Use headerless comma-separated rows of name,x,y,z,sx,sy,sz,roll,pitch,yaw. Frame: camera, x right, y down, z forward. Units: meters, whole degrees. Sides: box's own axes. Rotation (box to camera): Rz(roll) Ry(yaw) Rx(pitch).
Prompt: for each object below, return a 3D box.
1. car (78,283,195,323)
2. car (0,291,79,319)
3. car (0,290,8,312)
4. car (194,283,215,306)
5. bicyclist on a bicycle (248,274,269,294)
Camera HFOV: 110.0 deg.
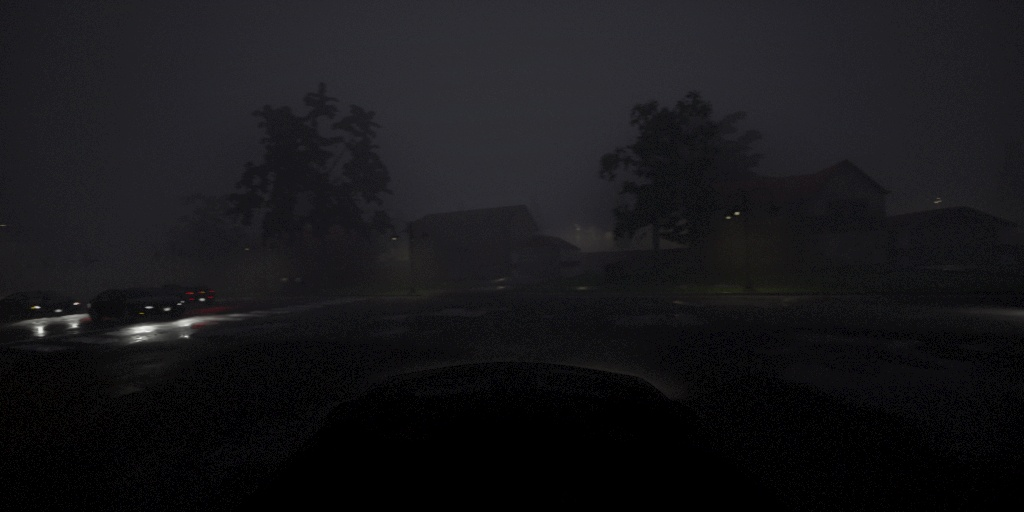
car,-17.615,2.227,16.819,4.892,1.490,1.837,-3,-1,21
car,-27.289,2.715,20.548,5.357,1.411,2.033,-3,-1,21
car,-37.058,3.164,24.319,5.357,1.411,2.033,-3,-1,21
car,-20.329,2.387,21.804,4.892,1.490,1.837,-3,-1,22
bicyclist on a bicycle,-20.696,2.268,29.242,0.582,1.620,1.656,-3,0,21
